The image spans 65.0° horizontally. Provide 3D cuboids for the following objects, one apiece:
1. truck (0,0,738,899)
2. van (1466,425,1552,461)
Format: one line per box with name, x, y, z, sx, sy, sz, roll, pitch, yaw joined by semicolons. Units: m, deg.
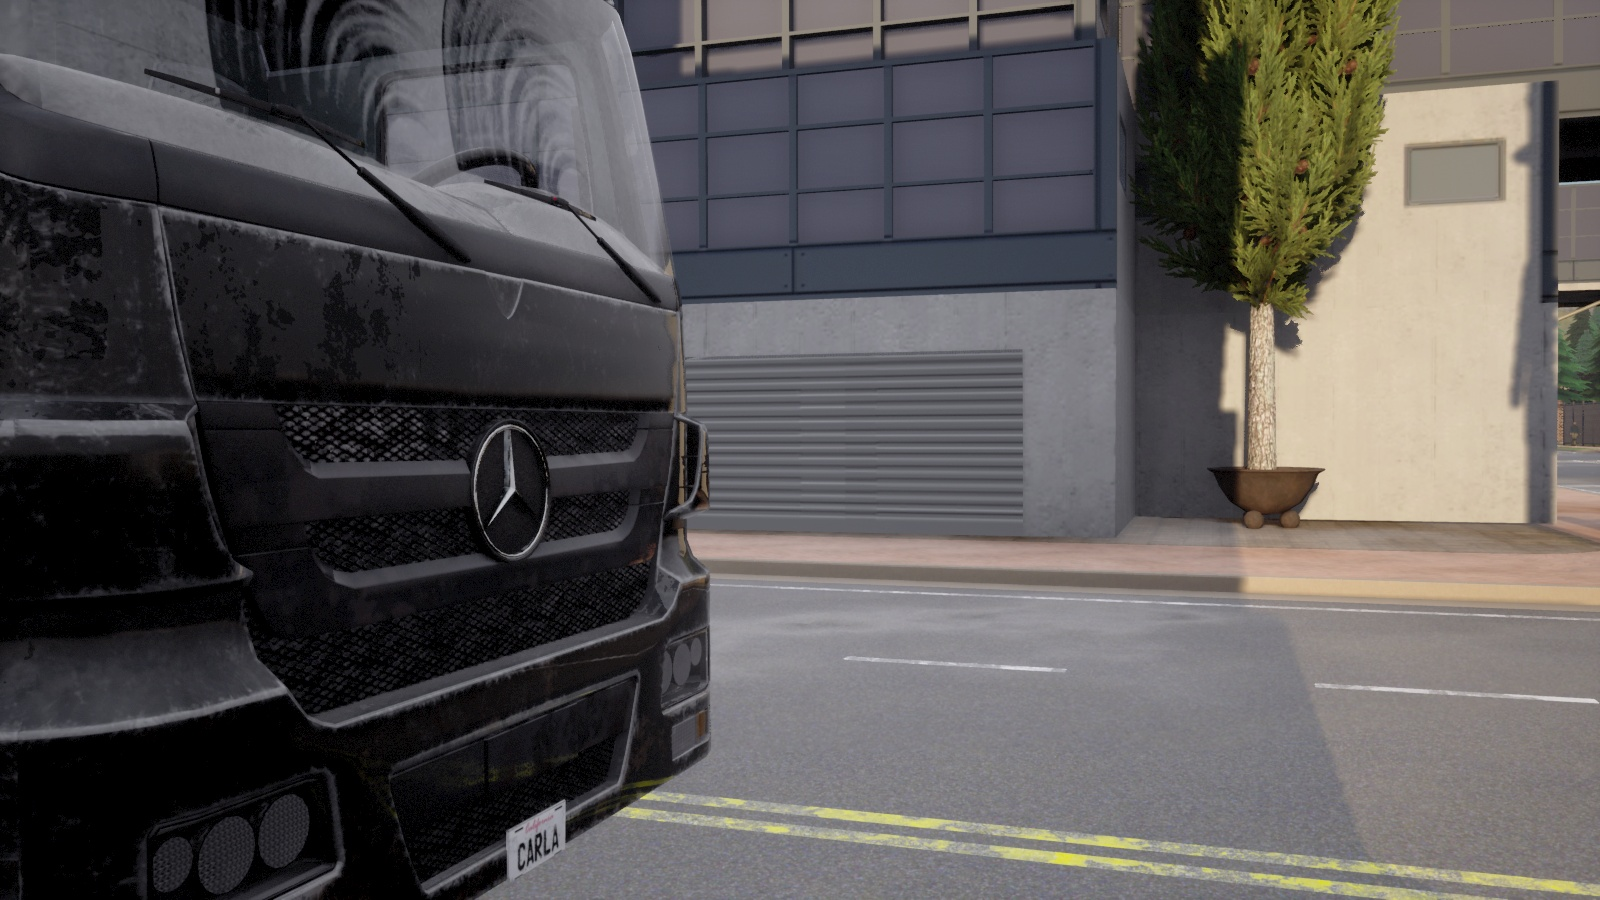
truck;-4.464;-0.248;4.736;7.936;3.462;2.891;1;1;20
van;40.430;-0.419;71.709;1.775;1.987;4.442;0;1;-11
